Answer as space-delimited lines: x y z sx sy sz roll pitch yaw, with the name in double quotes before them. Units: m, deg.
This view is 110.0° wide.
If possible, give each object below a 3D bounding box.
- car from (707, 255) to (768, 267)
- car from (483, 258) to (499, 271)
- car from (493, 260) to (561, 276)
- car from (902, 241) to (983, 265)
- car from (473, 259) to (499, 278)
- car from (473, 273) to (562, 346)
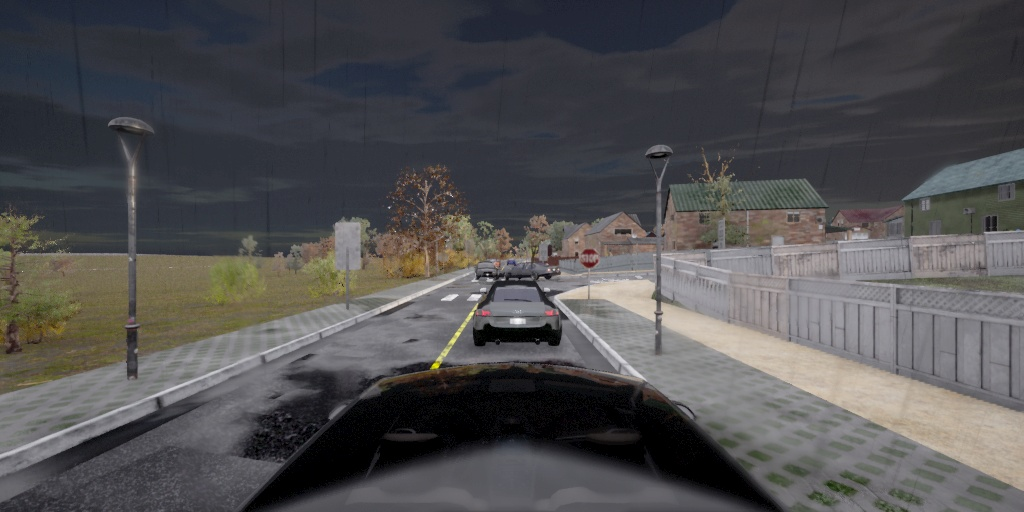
"car" 14.351 0.413 22.808 4.181 1.385 1.994 -3 0 16
"car" -2.933 1.120 51.131 2.097 1.767 4.553 0 0 1
"car" 1.290 1.197 28.409 5.357 1.411 2.033 -4 -3 43
"car" 23.855 -0.208 20.403 4.902 1.511 2.128 -3 0 14
"car" -2.302 1.257 31.314 1.837 1.490 4.892 0 0 -8
"car" 0.089 1.313 9.392 1.994 1.385 4.181 0 0 -1
